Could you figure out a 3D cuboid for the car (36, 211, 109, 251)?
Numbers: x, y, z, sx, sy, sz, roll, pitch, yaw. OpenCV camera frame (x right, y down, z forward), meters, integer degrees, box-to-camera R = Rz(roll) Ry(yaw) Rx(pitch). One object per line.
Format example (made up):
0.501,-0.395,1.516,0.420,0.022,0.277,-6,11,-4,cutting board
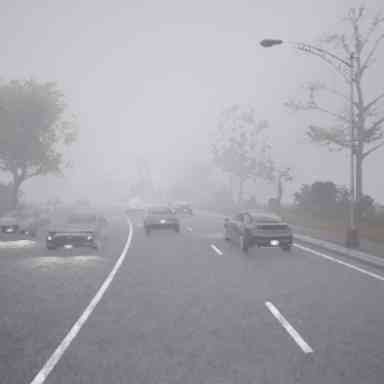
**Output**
-4.719,1.552,14.439,2.033,1.411,5.357,0,0,-8,car

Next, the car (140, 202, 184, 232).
-1.936,1.558,20.018,1.994,1.385,4.181,0,0,-10,car

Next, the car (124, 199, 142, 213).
-6.326,1.522,37.065,1.812,1.442,4.674,0,0,-18,car

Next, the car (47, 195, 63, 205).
-23.567,1.355,57.253,2.097,1.767,4.553,0,0,-31,car

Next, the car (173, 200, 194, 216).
-1.230,1.515,32.429,1.812,1.442,4.674,0,0,-16,car

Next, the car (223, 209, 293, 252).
2.554,1.491,13.821,1.837,1.490,4.892,0,0,-7,car

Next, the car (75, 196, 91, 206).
-17.790,1.506,54.151,1.837,1.490,4.892,0,0,-28,car

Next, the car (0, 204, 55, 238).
-8.767,1.576,17.383,1.994,1.385,4.181,0,0,-10,car
